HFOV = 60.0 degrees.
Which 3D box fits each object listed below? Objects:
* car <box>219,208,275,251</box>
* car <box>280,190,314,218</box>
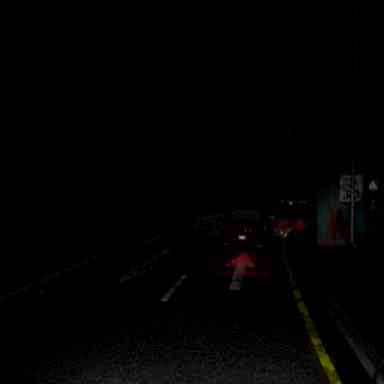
[{"bbox_3d":[2.398,1.397,14.008,1.882,1.535,5.008,1,1,15],"label":"car"},{"bbox_3d":[9.048,0.880,26.632,2.150,2.045,5.566,2,2,41],"label":"car"}]
